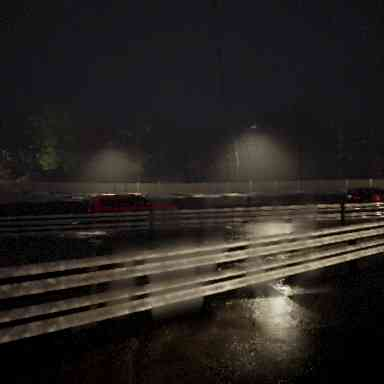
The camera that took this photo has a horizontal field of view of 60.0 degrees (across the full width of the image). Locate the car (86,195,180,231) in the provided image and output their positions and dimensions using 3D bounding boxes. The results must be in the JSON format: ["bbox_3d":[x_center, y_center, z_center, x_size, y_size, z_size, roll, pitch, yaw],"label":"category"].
[{"bbox_3d":[-3.557,1.191,20.338,5.566,2.045,2.150,-1,1,-11],"label":"car"}]

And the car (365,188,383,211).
[{"bbox_3d":[18.135,0.603,28.232,5.566,2.045,2.150,-1,1,-11],"label":"car"}]

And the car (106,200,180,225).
[{"bbox_3d":[-3.503,1.411,23.919,5.008,1.535,1.882,-1,1,-11],"label":"car"}]

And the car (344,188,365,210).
[{"bbox_3d":[17.365,0.588,31.648,5.566,2.045,2.150,-1,1,-11],"label":"car"}]
